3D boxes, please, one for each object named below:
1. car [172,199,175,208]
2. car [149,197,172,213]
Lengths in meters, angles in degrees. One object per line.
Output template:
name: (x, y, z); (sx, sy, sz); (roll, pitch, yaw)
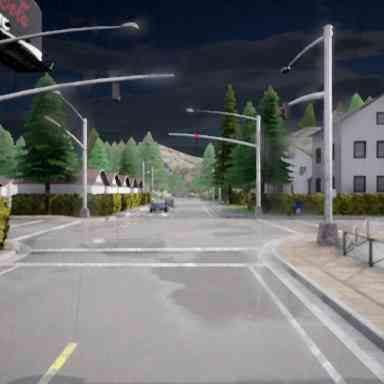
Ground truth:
car: (-3.588, 1.487, 48.104); (1.837, 1.490, 4.892); (0, 0, 0)
car: (-3.597, 1.512, 37.161); (1.812, 1.442, 4.674); (0, 0, 0)
